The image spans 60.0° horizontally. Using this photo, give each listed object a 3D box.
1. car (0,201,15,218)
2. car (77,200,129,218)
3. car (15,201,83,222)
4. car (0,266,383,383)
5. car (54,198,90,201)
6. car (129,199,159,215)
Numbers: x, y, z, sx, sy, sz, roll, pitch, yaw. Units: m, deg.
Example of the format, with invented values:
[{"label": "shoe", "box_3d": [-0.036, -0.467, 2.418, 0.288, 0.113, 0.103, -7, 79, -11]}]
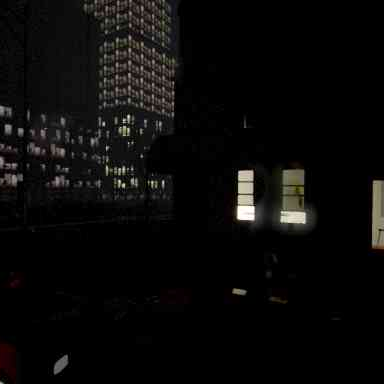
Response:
[{"label": "car", "box_3d": [-17.529, 1.543, 29.373, 1.837, 1.490, 4.892, 1, 0, 34]}, {"label": "car", "box_3d": [-8.603, 1.731, 31.953, 1.947, 1.339, 4.313, 1, 0, 34]}, {"label": "car", "box_3d": [-11.696, 1.690, 27.426, 2.008, 1.369, 4.403, 1, 0, 34]}, {"label": "car", "box_3d": [-0.011, 1.544, 2.831, 4.507, 1.381, 1.887, 0, 1, 34]}, {"label": "car", "box_3d": [-12.236, 1.574, 37.116, 2.128, 1.511, 4.902, 1, 0, 35]}, {"label": "car", "box_3d": [-5.513, 1.773, 36.478, 1.802, 1.307, 4.206, 1, 0, 34]}]
